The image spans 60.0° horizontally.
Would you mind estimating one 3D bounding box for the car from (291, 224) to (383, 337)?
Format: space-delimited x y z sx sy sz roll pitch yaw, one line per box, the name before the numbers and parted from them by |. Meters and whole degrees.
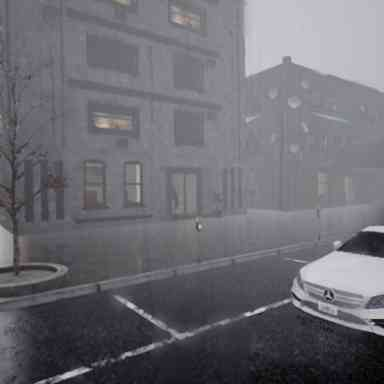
car | 3.837 1.351 6.142 4.674 1.442 1.812 -2 1 -36
